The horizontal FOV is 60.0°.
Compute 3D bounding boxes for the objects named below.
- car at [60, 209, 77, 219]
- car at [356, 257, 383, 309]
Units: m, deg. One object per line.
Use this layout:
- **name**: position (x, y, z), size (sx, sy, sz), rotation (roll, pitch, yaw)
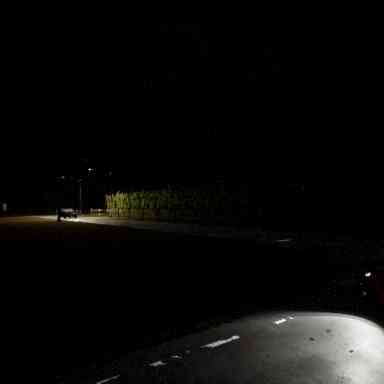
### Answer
- **car**: position (-18.762, 3.241, 50.069), size (2.128, 1.511, 4.902), rotation (1, -3, -36)
- **car**: position (5.179, 1.573, 6.723), size (4.181, 1.385, 1.994), rotation (0, 0, -36)
